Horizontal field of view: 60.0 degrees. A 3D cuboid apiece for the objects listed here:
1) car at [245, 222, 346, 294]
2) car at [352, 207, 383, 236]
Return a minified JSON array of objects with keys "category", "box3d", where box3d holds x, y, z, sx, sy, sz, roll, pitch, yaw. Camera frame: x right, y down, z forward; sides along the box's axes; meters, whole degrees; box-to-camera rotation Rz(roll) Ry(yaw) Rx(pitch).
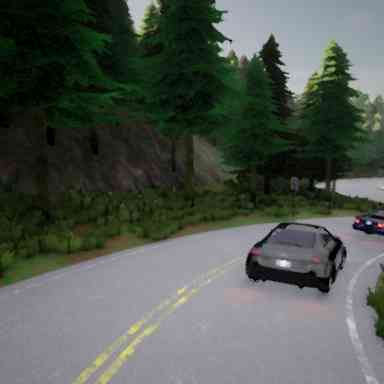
[{"category":"car","box3d":[2.978,1.535,9.098,1.994,1.385,4.181,3,2,29]},{"category":"car","box3d":[10.287,1.454,16.317,5.357,1.411,2.033,0,5,-27]}]
